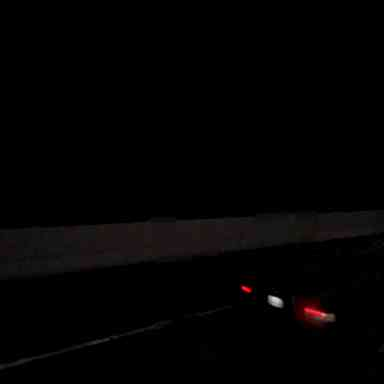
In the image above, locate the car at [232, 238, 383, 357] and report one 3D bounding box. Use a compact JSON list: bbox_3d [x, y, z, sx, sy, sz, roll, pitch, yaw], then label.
[{"bbox_3d":[3.207,1.574,6.059,5.357,1.411,2.033,0,0,-35],"label":"car"}]
